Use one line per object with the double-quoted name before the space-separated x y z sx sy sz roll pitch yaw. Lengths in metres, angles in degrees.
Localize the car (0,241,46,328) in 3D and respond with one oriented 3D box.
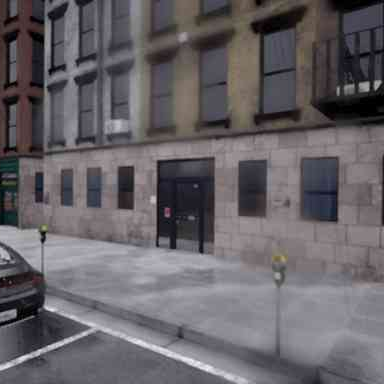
"car" -4.356 1.466 5.907 4.403 1.369 2.008 1 1 35
